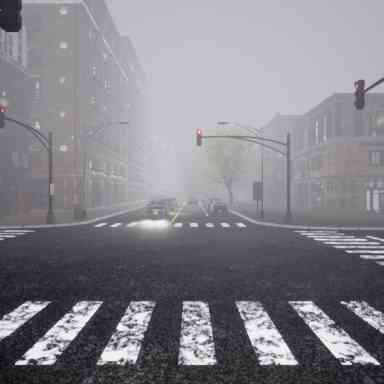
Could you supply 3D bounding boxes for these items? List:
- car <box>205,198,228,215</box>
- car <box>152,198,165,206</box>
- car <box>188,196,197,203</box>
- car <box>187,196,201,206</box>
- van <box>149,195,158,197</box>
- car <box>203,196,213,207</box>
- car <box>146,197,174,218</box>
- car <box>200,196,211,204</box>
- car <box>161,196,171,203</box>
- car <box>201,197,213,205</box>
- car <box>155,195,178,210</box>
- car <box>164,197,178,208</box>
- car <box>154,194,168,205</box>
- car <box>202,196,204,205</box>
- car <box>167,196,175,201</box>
[{"bbox_3d":[2.696,1.580,33.613,2.008,1.369,4.403,0,0,0],"label":"car"},{"bbox_3d":[-5.680,1.651,56.404,1.802,1.307,4.206,0,0,0],"label":"car"},{"bbox_3d":[0.044,1.585,71.650,1.882,1.535,5.008,0,0,0],"label":"car"},{"bbox_3d":[0.111,1.672,57.254,1.895,1.301,4.718,0,0,0],"label":"car"},{"bbox_3d":[-5.682,1.399,50.707,1.690,1.788,3.998,0,0,0],"label":"van"},{"bbox_3d":[2.697,1.479,39.310,1.967,1.590,4.097,0,0,0],"label":"car"},{"bbox_3d":[-3.095,1.516,30.825,2.128,1.511,4.902,0,0,0],"label":"car"},{"bbox_3d":[2.702,1.536,67.794,1.967,1.590,4.097,0,0,0],"label":"car"},{"bbox_3d":[-5.677,1.663,73.494,2.008,1.369,4.403,0,0,0],"label":"car"},{"bbox_3d":[2.702,1.633,62.097,2.008,1.369,4.403,0,0,0],"label":"car"},{"bbox_3d":[-3.086,1.518,40.273,1.882,1.535,5.008,0,0,0],"label":"car"},{"bbox_3d":[-3.077,1.583,50.371,1.812,1.442,4.674,0,0,0],"label":"car"},{"bbox_3d":[-5.680,1.397,62.101,2.192,1.841,5.009,0,0,0],"label":"car"},{"bbox_3d":[2.698,1.488,45.007,1.967,1.590,4.097,0,0,0],"label":"car"},{"bbox_3d":[-5.674,1.687,90.415,1.752,1.417,4.829,0,0,0],"label":"car"}]
